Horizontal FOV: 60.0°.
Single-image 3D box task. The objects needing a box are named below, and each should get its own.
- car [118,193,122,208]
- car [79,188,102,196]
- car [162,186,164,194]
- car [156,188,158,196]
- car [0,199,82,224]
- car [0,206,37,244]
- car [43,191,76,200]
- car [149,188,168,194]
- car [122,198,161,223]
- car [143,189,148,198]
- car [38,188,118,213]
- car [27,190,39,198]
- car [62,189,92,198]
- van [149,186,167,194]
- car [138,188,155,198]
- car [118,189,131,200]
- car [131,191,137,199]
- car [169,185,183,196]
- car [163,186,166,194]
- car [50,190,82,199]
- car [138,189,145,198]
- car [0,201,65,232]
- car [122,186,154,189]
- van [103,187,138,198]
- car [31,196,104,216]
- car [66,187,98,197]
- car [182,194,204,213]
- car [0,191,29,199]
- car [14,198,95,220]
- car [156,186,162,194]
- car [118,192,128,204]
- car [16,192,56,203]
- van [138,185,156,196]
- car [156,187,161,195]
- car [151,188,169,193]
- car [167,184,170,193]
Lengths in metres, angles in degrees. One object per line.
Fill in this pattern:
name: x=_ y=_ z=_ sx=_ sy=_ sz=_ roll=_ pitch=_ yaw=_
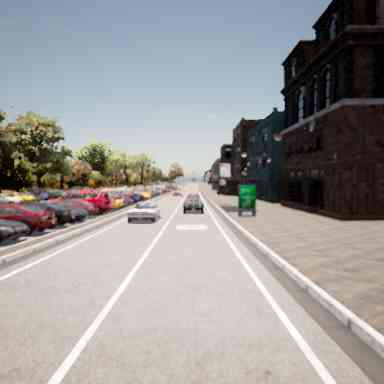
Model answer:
car: x=-9.564 y=1.127 z=31.304 sx=5.008 sy=1.535 sz=2.097 roll=0 pitch=1 yaw=1
car: x=-22.288 y=-0.047 z=73.146 sx=4.553 sy=1.767 sz=2.185 roll=0 pitch=2 yaw=1
car: x=-9.184 y=0.084 z=73.041 sx=4.892 sy=1.521 sz=2.231 roll=0 pitch=1 yaw=1
car: x=-9.253 y=0.401 z=61.912 sx=4.792 sy=1.488 sz=2.163 roll=0 pitch=1 yaw=1
car: x=-9.669 y=1.379 z=20.169 sx=5.008 sy=1.535 sz=2.097 roll=0 pitch=1 yaw=1
car: x=-9.729 y=1.504 z=14.592 sx=4.674 sy=1.452 sz=2.002 roll=0 pitch=1 yaw=1
car: x=-22.417 y=0.548 z=56.446 sx=4.674 sy=1.452 sz=2.002 roll=0 pitch=1 yaw=1
car: x=-9.014 y=-0.359 z=89.733 sx=4.892 sy=1.521 sz=2.231 roll=0 pitch=2 yaw=1
car: x=-3.318 y=1.378 z=23.482 sx=1.895 sy=1.301 sz=4.718 roll=0 pitch=1 yaw=0
car: x=-9.407 y=0.721 z=47.999 sx=5.008 sy=1.535 sz=2.097 roll=0 pitch=1 yaw=1
car: x=-9.624 y=0.943 z=28.516 sx=5.566 sy=2.045 sz=2.435 roll=0 pitch=1 yaw=1
car: x=-22.550 y=0.853 z=42.525 sx=5.008 sy=1.535 sz=2.097 roll=0 pitch=1 yaw=1
car: x=-22.340 y=0.295 z=64.796 sx=5.008 sy=1.535 sz=2.097 roll=0 pitch=1 yaw=1
van: x=-8.932 y=-0.508 z=86.820 sx=4.442 sy=1.987 sz=1.878 roll=0 pitch=2 yaw=1
car: x=-9.175 y=0.579 z=53.562 sx=5.366 sy=1.575 sz=1.946 roll=0 pitch=1 yaw=1
car: x=-9.487 y=0.870 z=36.741 sx=4.553 sy=1.767 sz=2.185 roll=0 pitch=1 yaw=1
car: x=-9.497 y=0.927 z=39.651 sx=4.892 sy=1.521 sz=2.231 roll=0 pitch=1 yaw=1
car: x=-3.047 y=-0.012 z=70.057 sx=2.097 sy=1.767 sz=4.553 roll=0 pitch=1 yaw=0
car: x=-9.337 y=0.006 z=75.824 sx=5.366 sy=1.575 sz=1.946 roll=0 pitch=2 yaw=1
car: x=-22.382 y=0.438 z=59.229 sx=5.008 sy=1.535 sz=2.097 roll=0 pitch=1 yaw=1
car: x=-9.444 y=0.789 z=45.217 sx=5.008 sy=1.535 sz=2.097 roll=0 pitch=1 yaw=1
car: x=-9.694 y=1.425 z=17.380 sx=5.008 sy=1.535 sz=2.097 roll=0 pitch=1 yaw=1
car: x=-9.303 y=0.387 z=56.343 sx=4.553 sy=1.767 sz=2.185 roll=0 pitch=1 yaw=1
van: x=-9.582 y=0.632 z=42.430 sx=4.442 sy=1.987 sz=1.878 roll=0 pitch=1 yaw=1
car: x=-9.619 y=1.302 z=25.741 sx=4.674 sy=1.452 sz=2.002 roll=0 pitch=1 yaw=1
car: x=-22.281 y=-0.028 z=67.575 sx=5.566 sy=2.045 sz=2.435 roll=0 pitch=1 yaw=1
car: x=0.133 y=1.201 z=31.535 sx=1.895 sy=1.301 sz=4.718 roll=0 pitch=1 yaw=0
car: x=-22.573 y=0.962 z=39.742 sx=4.674 sy=1.452 sz=2.002 roll=0 pitch=1 yaw=1
car: x=-9.619 y=1.354 z=22.956 sx=4.792 sy=1.488 sz=2.163 roll=0 pitch=1 yaw=1
car: x=-9.173 y=0.031 z=70.254 sx=4.553 sy=1.767 sz=2.185 roll=0 pitch=2 yaw=1
car: x=-9.729 y=1.057 z=34.089 sx=5.366 sy=1.575 sz=1.946 roll=0 pitch=1 yaw=1
car: x=-22.521 y=0.746 z=48.092 sx=4.792 sy=1.488 sz=2.163 roll=0 pitch=1 yaw=1
van: x=-9.192 y=0.218 z=59.059 sx=4.442 sy=1.987 sz=1.878 roll=0 pitch=1 yaw=1
car: x=-9.233 y=0.268 z=67.477 sx=4.674 sy=1.452 sz=2.002 roll=0 pitch=1 yaw=1
car: x=-8.966 y=-0.405 z=92.516 sx=4.792 sy=1.488 sz=2.163 roll=0 pitch=2 yaw=1
car: x=-9.045 y=-0.463 z=84.162 sx=5.566 sy=2.045 sz=2.435 roll=0 pitch=2 yaw=1
